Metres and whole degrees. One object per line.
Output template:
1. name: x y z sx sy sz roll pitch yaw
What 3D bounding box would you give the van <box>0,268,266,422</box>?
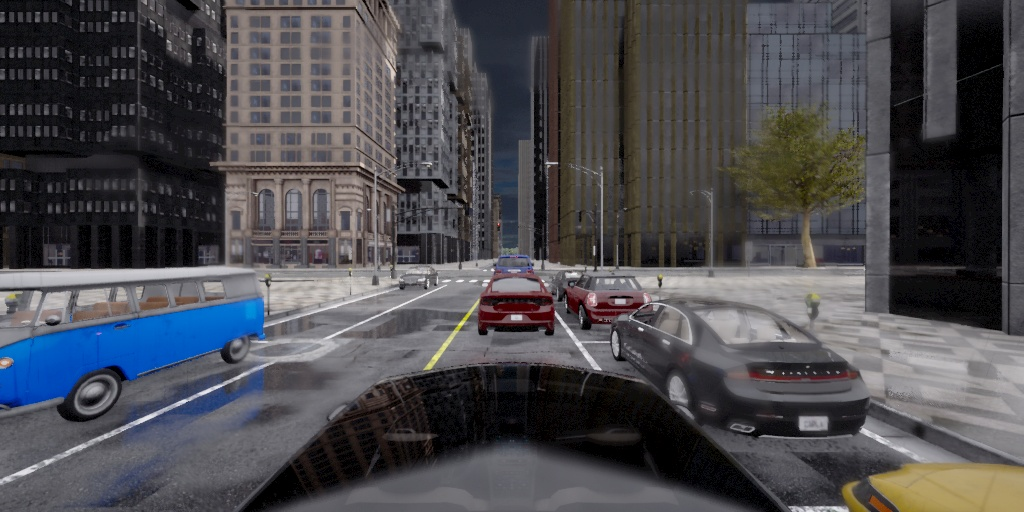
1. van: -5.756 1.090 5.478 1.690 1.789 3.998 0 0 0

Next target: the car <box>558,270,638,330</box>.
1. car: 2.777 1.188 11.108 1.967 1.591 4.097 0 0 0

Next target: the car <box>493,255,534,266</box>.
1. car: 0.103 0.967 20.378 2.150 2.045 5.566 0 0 0

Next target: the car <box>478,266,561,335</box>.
1. car: 0.106 1.226 10.494 1.882 1.535 5.008 0 0 0

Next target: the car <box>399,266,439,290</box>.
1. car: -5.732 1.296 22.401 2.007 1.370 4.403 0 0 0

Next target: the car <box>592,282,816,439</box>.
1. car: 2.769 1.300 5.467 2.007 1.370 4.403 0 0 0
